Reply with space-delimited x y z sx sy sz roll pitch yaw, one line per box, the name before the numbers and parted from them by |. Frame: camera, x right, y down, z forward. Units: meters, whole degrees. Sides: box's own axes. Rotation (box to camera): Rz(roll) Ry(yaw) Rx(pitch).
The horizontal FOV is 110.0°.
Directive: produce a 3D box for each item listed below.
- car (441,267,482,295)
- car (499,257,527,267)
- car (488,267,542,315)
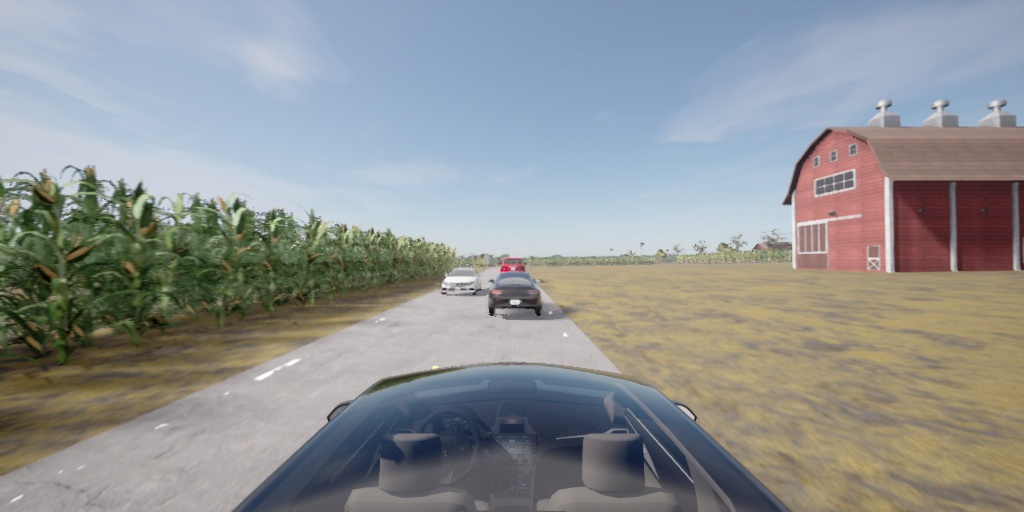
car | -2.757 1.389 20.467 1.812 1.442 4.674 0 0 0
car | 0.088 1.132 31.358 2.150 2.045 5.566 0 0 0
car | 0.095 1.307 13.640 1.812 1.442 4.674 0 0 0
